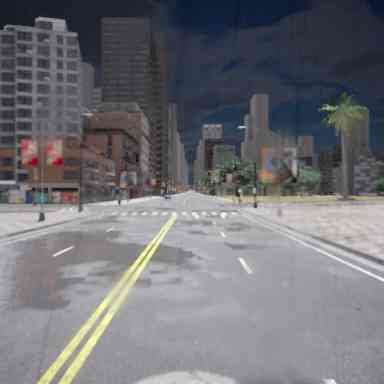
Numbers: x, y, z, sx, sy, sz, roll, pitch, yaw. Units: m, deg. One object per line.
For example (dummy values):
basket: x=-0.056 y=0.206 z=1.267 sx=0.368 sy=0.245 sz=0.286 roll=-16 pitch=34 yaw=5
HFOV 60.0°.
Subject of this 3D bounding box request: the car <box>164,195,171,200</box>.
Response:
car: x=-6.562 y=1.485 z=90.092 sx=2.033 sy=1.411 sz=5.357 roll=0 pitch=0 yaw=0
